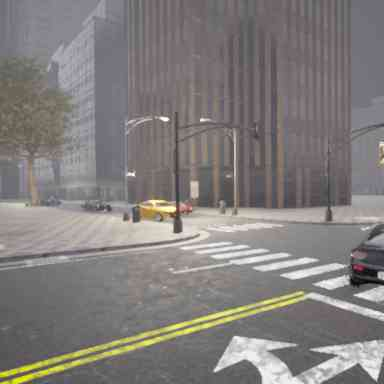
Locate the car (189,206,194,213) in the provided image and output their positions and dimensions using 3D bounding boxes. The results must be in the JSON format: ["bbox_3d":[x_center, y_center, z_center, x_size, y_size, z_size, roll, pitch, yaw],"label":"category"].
[{"bbox_3d":[-1.981,1.489,30.251,1.895,1.301,4.718,-1,0,-38],"label":"car"}]

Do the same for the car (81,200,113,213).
[{"bbox_3d":[-10.186,1.528,35.619,1.895,1.301,4.718,-1,0,-38],"label":"car"}]

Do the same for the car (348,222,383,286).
[{"bbox_3d":[5.319,1.465,8.233,1.812,1.442,4.674,0,1,41],"label":"car"}]

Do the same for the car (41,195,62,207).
[{"bbox_3d":[-21.121,1.290,49.869,2.097,1.767,4.553,-1,0,-37],"label":"car"}]

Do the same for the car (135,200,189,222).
[{"bbox_3d":[-2.656,1.399,25.863,1.882,1.535,5.008,-1,0,-38],"label":"car"}]
